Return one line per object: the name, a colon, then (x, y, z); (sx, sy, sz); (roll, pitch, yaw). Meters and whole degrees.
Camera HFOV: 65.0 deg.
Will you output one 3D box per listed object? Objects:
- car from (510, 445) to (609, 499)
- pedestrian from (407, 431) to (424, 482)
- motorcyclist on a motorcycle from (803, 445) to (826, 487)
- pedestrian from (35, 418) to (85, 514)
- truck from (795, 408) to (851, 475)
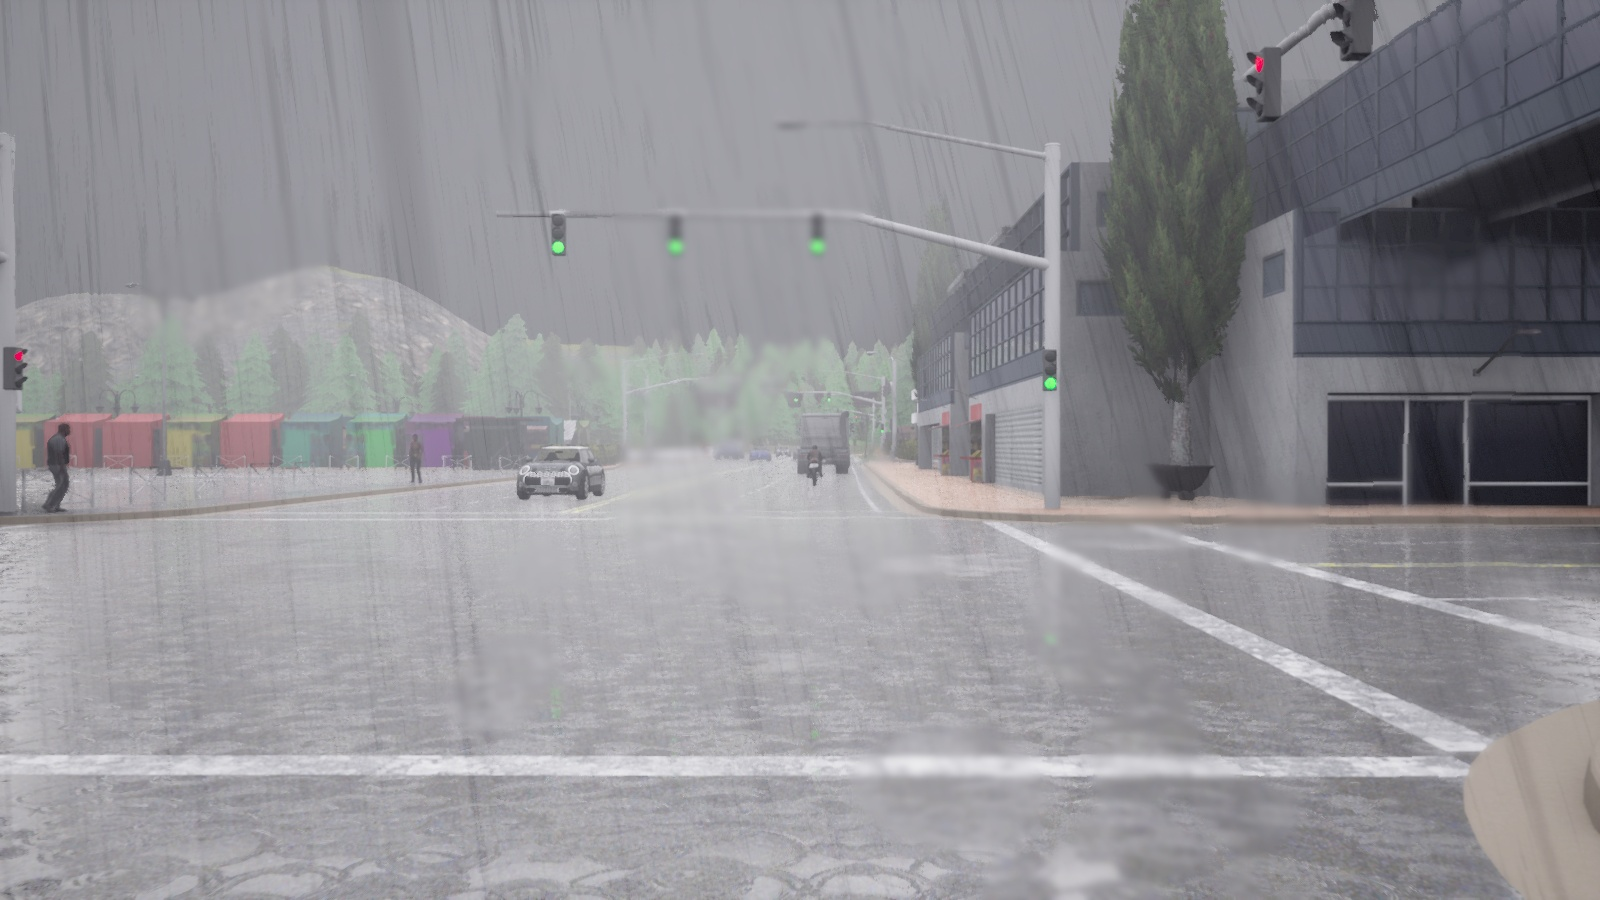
car: (-6.799, 0.586, 35.883); (1.970, 1.475, 3.806); (0, 0, 2)
pedestrian: (-13.790, 0.243, 45.025); (0.328, 1.805, 0.869); (0, 0, 3)
motorcyclist on a motorcycle: (0.555, 0.573, 46.695); (0.797, 1.523, 2.044); (0, 0, 2)
pedestrian: (-14.830, 0.309, 25.160); (0.849, 1.883, 0.563); (0, 0, -32)
truck: (1.343, -0.467, 69.399); (2.891, 3.462, 7.936); (0, 0, 2)
